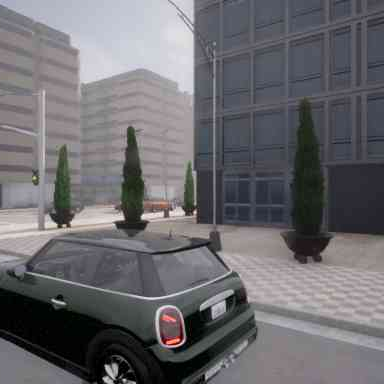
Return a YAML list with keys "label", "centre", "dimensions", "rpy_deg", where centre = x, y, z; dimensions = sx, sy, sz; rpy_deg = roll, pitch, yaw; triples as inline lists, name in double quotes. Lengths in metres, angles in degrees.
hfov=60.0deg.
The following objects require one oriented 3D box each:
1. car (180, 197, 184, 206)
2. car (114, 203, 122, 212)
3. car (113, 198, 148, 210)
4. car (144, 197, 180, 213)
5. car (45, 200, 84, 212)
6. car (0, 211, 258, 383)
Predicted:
- label: "car"
  centre: [-2.196, 1.560, 52.707]
  dimensions: [1.837, 1.490, 4.892]
  rpy_deg: [0, 0, 35]
- label: "car"
  centre: [-6.919, 1.656, 39.614]
  dimensions: [1.895, 1.301, 4.718]
  rpy_deg: [0, 0, 35]
- label: "car"
  centre: [-8.145, 1.581, 44.288]
  dimensions: [1.812, 1.442, 4.674]
  rpy_deg: [0, 0, 35]
- label: "car"
  centre: [-3.915, 1.407, 37.815]
  dimensions: [2.097, 1.767, 4.553]
  rpy_deg: [0, 0, 35]
- label: "car"
  centre: [-14.041, 1.560, 35.949]
  dimensions: [1.837, 1.490, 4.892]
  rpy_deg: [0, 0, 35]
- label: "car"
  centre: [-1.424, 1.352, 5.009]
  dimensions: [4.553, 1.767, 2.097]
  rpy_deg: [0, 0, 35]
